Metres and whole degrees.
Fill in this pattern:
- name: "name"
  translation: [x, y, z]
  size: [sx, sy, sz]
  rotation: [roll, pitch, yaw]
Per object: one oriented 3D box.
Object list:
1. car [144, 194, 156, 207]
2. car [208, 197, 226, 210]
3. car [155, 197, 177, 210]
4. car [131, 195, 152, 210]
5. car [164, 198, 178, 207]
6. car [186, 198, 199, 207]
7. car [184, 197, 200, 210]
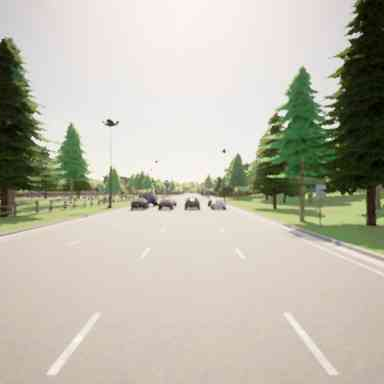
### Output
- name: "car"
  translation: [-6.938, 1.324, 55.028]
  size: [2.150, 2.045, 5.566]
  rotation: [0, 0, 0]
- name: "car"
  translation: [3.550, 1.610, 44.983]
  size: [1.812, 1.442, 4.674]
  rotation: [0, 0, 0]
- name: "car"
  translation: [-3.450, 1.588, 44.574]
  size: [1.837, 1.490, 4.892]
  rotation: [0, 0, 0]
- name: "car"
  translation: [-6.950, 1.561, 44.578]
  size: [1.882, 1.535, 5.008]
  rotation: [0, 0, 0]
- name: "car"
  translation: [-3.438, 1.704, 55.024]
  size: [1.895, 1.301, 4.718]
  rotation: [0, 0, 0]
- name: "car"
  translation: [0.062, 1.667, 54.990]
  size: [1.994, 1.385, 4.181]
  rotation: [0, 0, 0]
- name: "car"
  translation: [0.050, 1.436, 44.924]
  size: [2.097, 1.767, 4.553]
  rotation: [0, 0, 0]
